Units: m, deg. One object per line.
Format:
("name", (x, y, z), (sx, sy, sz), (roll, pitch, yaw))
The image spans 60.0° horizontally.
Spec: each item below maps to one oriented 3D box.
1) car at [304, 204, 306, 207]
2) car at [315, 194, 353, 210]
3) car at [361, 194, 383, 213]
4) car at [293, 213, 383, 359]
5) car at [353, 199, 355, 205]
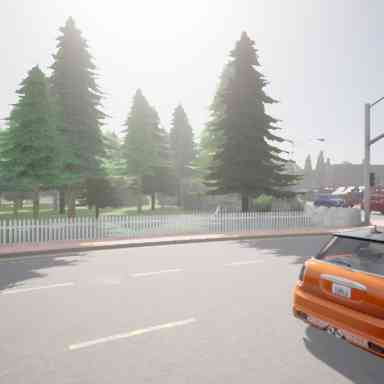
("car", (16.654, 1.579, 53.661), (1.812, 1.442, 4.674), (0, 0, -7))
("car", (17.999, 1.275, 43.463), (2.150, 2.045, 5.566), (0, 0, -8))
("car", (19.364, 1.275, 33.197), (2.150, 2.045, 5.566), (0, 0, -8))
("car", (3.939, 1.352, 5.443), (4.553, 1.767, 2.097), (0, 0, -26))
("car", (21.117, 1.274, 48.132), (2.150, 2.045, 5.566), (0, 0, -7))
